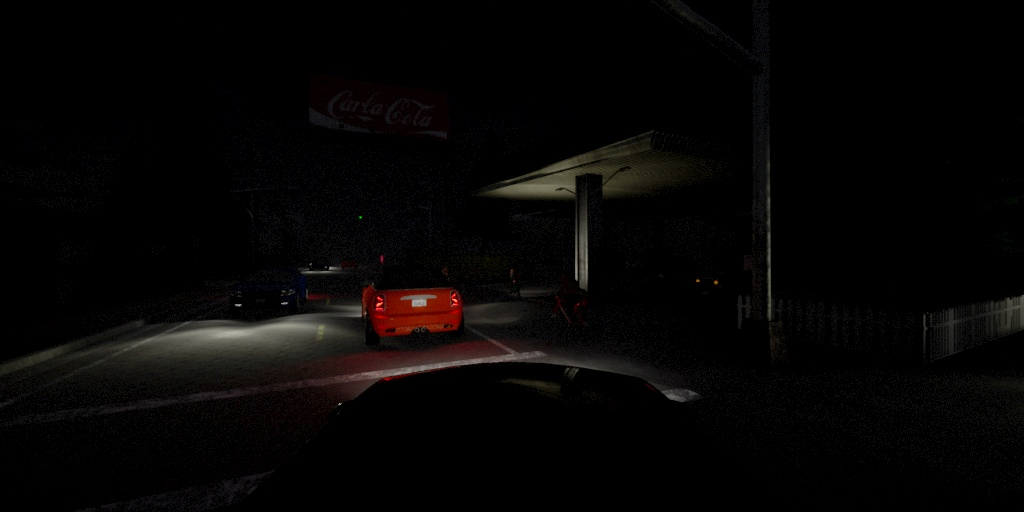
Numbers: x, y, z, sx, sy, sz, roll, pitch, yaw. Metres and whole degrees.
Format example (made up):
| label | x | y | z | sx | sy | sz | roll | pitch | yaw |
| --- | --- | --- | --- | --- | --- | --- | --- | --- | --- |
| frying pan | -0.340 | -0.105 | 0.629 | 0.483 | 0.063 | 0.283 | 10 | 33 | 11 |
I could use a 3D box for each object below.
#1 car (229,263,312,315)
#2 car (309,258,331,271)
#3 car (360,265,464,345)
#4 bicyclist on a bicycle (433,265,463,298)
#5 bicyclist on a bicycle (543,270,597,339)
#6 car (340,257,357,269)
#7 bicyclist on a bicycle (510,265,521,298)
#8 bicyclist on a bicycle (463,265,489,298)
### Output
| label | x | y | z | sx | sy | sz | roll | pitch | yaw |
| --- | --- | --- | --- | --- | --- | --- | --- | --- | --- |
| car | -8.936 | 1.160 | 13.517 | 1.882 | 1.535 | 5.008 | 1 | -1 | -25 |
| car | -24.941 | 1.013 | 46.403 | 2.097 | 1.767 | 4.553 | 0 | 0 | -26 |
| car | -2.819 | 1.008 | 9.496 | 2.097 | 1.767 | 4.553 | 0 | 0 | -24 |
| bicyclist on a bicycle | -3.185 | 1.247 | 16.507 | 1.656 | 1.620 | 0.582 | 1 | 0 | 35 |
| bicyclist on a bicycle | 1.413 | 1.184 | 8.951 | 0.582 | 1.620 | 1.656 | 3 | -2 | -44 |
| car | -24.324 | 1.002 | 53.580 | 2.097 | 1.767 | 4.553 | 0 | 0 | -26 |
| bicyclist on a bicycle | 0.176 | 1.281 | 18.123 | 0.582 | 1.620 | 1.656 | 0 | 0 | 14 |
| bicyclist on a bicycle | -1.928 | 1.278 | 17.934 | 1.656 | 1.620 | 0.582 | 1 | 0 | -23 |
